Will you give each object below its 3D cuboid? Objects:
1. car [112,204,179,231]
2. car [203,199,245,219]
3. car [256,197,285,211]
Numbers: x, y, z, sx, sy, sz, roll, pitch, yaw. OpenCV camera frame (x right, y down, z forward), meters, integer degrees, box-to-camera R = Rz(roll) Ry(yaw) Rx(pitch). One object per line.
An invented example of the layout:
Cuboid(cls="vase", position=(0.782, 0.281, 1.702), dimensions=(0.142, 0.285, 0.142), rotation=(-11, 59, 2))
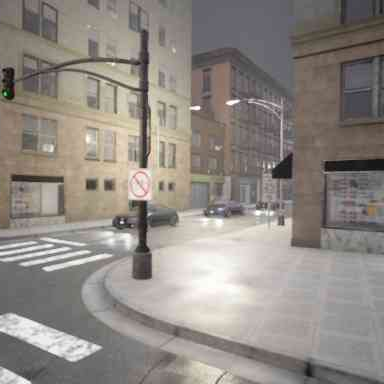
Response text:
Cuboid(cls="car", position=(-2.534, 1.387, 18.958), dimensions=(1.994, 1.385, 4.181), rotation=(1, 1, 34))
Cuboid(cls="car", position=(2.606, 1.291, 26.657), dimensions=(1.994, 1.385, 4.181), rotation=(1, 1, 34))
Cuboid(cls="car", position=(8.348, 1.181, 35.261), dimensions=(1.994, 1.385, 4.181), rotation=(1, 1, 34))
